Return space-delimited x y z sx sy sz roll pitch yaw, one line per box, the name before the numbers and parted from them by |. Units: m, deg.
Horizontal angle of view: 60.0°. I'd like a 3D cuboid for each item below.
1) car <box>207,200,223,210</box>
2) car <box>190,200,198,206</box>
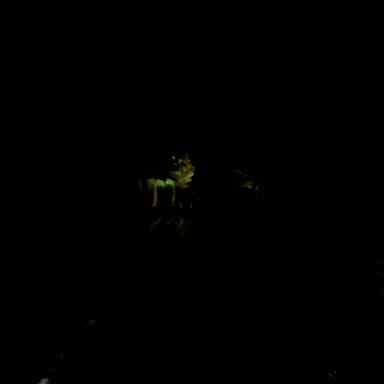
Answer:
car | 3.935 2.085 53.704 1.837 1.490 4.892 0 -1 0
car | 0.570 2.970 90.688 1.812 1.442 4.674 0 -1 0
